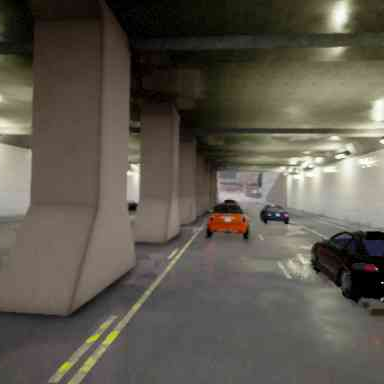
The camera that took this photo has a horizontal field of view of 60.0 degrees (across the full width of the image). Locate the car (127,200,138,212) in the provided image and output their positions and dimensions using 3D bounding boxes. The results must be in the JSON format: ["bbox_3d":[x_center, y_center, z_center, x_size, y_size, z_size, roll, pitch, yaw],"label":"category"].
[{"bbox_3d":[-6.906,1.451,34.182,1.895,1.301,4.718,1,0,7],"label":"car"}]

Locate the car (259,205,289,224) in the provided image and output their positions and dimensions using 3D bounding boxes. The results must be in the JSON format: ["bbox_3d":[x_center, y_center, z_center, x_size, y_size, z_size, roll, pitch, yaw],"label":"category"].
[{"bbox_3d":[6.512,1.725,26.609,2.033,1.411,5.357,1,0,7],"label":"car"}]

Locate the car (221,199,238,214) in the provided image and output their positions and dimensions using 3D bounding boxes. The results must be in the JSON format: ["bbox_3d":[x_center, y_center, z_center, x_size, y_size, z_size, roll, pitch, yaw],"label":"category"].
[{"bbox_3d":[4.419,1.638,39.187,1.837,1.490,4.892,1,0,7],"label":"car"}]

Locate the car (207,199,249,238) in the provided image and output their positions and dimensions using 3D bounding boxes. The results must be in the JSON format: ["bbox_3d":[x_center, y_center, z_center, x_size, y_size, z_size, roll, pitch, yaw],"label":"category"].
[{"bbox_3d":[2.025,1.413,18.515,2.097,1.767,4.553,1,0,7],"label":"car"}]

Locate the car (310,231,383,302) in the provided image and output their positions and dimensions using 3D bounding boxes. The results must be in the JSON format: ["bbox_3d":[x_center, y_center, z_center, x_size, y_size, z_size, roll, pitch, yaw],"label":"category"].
[{"bbox_3d":[4.441,1.679,8.507,1.994,1.385,4.181,1,0,7],"label":"car"}]
